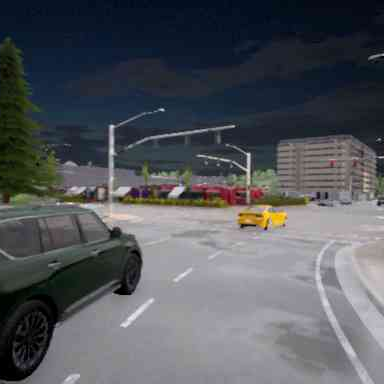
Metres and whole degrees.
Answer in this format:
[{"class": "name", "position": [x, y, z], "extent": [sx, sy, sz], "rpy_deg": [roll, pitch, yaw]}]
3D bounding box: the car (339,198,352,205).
[{"class": "car", "position": [33.180, 2.118, 71.997], "extent": [1.837, 1.490, 4.892], "rpy_deg": [1, 0, 37]}]

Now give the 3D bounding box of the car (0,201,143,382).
[{"class": "car", "position": [-2.663, 1.205, 5.717], "extent": [2.150, 2.045, 5.566], "rpy_deg": [1, 0, 11]}]

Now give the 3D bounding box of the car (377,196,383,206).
[{"class": "car", "position": [40.337, 1.922, 69.876], "extent": [2.150, 2.045, 5.566], "rpy_deg": [1, 0, 37]}]

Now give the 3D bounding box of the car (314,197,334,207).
[{"class": "car", "position": [23.927, 2.029, 59.647], "extent": [1.994, 1.385, 4.181], "rpy_deg": [1, 0, 37]}]

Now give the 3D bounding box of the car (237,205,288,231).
[{"class": "car", "position": [4.744, 1.607, 21.862], "extent": [1.882, 1.535, 5.008], "rpy_deg": [1, 0, 35]}]

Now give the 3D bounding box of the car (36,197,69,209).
[{"class": "car", "position": [-18.927, 1.434, 45.025], "extent": [4.892, 1.490, 1.837], "rpy_deg": [1, 0, 37]}]
